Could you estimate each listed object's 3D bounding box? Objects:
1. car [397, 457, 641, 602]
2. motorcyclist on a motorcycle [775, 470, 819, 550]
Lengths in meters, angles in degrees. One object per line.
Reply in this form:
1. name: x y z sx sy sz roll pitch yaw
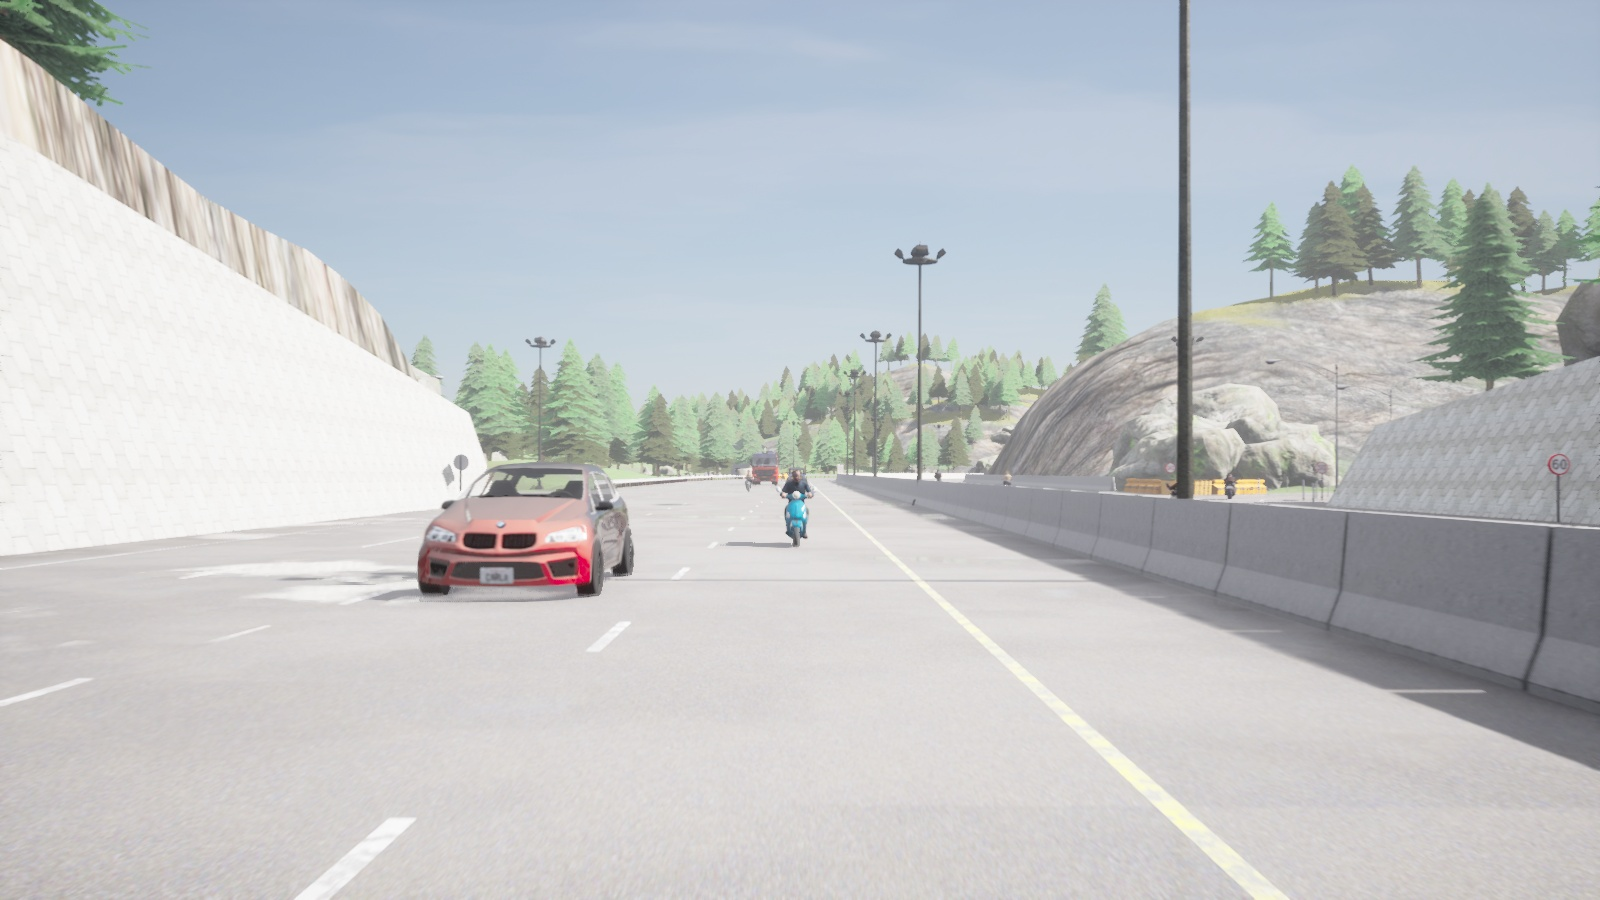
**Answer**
1. car: -3.541 0.955 16.829 2.242 1.667 4.611 0 -1 0
2. motorcyclist on a motorcycle: -0.063 1.203 25.944 0.866 1.590 1.817 0 -1 0
